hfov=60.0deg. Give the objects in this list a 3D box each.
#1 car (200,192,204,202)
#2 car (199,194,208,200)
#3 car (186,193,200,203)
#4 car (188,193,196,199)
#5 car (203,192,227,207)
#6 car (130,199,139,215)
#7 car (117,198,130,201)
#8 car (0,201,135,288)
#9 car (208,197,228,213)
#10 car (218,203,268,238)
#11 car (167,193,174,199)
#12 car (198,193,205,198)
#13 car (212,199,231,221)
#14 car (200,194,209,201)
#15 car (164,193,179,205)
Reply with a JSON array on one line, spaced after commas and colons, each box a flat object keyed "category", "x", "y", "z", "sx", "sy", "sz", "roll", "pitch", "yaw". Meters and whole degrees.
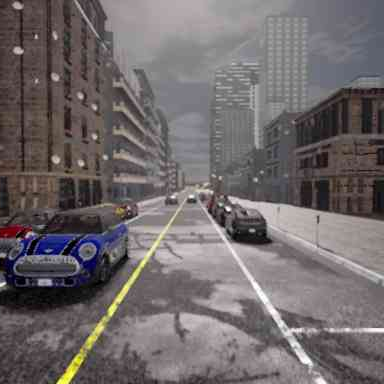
[{"category": "car", "x": 2.615, "y": 0.961, "z": 61.586, "sx": 2.192, "sy": 1.841, "sz": 5.009, "roll": -1, "pitch": 0, "yaw": 0}, {"category": "car", "x": 2.651, "y": 1.094, "z": 78.326, "sx": 2.008, "sy": 1.369, "sz": 4.403, "roll": -1, "pitch": 0, "yaw": 0}, {"category": "car", "x": -0.023, "y": 1.211, "z": 58.535, "sx": 2.033, "sy": 1.411, "sz": 5.357, "roll": 0, "pitch": 0, "yaw": 0}, {"category": "car", "x": -0.030, "y": 0.997, "z": 77.306, "sx": 1.895, "sy": 1.301, "sz": 4.718, "roll": 0, "pitch": 0, "yaw": 0}, {"category": "car", "x": 2.625, "y": 1.126, "z": 33.687, "sx": 2.192, "sy": 1.841, "sz": 5.009, "roll": -1, "pitch": 0, "yaw": 0}, {"category": "car", "x": -5.716, "y": 1.283, "z": 28.056, "sx": 1.967, "sy": 1.590, "sz": 4.097, "roll": -1, "pitch": 0, "yaw": 0}, {"category": "car", "x": -5.713, "y": 1.401, "z": 22.306, "sx": 1.752, "sy": 1.417, "sz": 4.829, "roll": -1, "pitch": 0, "yaw": 0}, {"category": "car", "x": -3.105, "y": 1.300, "z": 9.252, "sx": 2.097, "sy": 1.767, "sz": 4.553, "roll": 0, "pitch": 0, "yaw": 0}, {"category": "car", "x": 2.632, "y": 1.408, "z": 28.109, "sx": 1.947, "sy": 1.339, "sz": 4.313, "roll": -1, "pitch": 0, "yaw": 0}, {"category": "car", "x": 2.669, "y": 1.466, "z": 16.958, "sx": 2.008, "sy": 1.369, "sz": 4.403, "roll": -1, "pitch": 0, "yaw": 0}, {"category": "car", "x": -5.738, "y": 1.054, "z": 89.437, "sx": 1.802, "sy": 1.307, "sz": 4.206, "roll": -1, "pitch": 0, "yaw": 0}, {"category": "car", "x": 2.640, "y": 1.018, "z": 95.066, "sx": 1.802, "sy": 1.307, "sz": 4.206, "roll": -1, "pitch": 0, "yaw": 0}, {"category": "car", "x": 2.635, "y": 1.440, "z": 22.530, "sx": 1.947, "sy": 1.339, "sz": 4.313, "roll": -1, "pitch": 0, "yaw": 0}, {"category": "car", "x": 2.638, "y": 1.102, "z": 72.917, "sx": 1.752, "sy": 1.417, "sz": 4.829, "roll": -1, "pitch": 0, "yaw": 0}, {"category": "car", "x": -3.095, "y": 1.273, "z": 50.971, "sx": 1.994, "sy": 1.385, "sz": 4.181, "roll": 0, "pitch": 0, "yaw": 0}]
